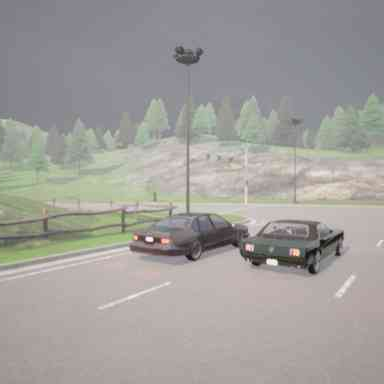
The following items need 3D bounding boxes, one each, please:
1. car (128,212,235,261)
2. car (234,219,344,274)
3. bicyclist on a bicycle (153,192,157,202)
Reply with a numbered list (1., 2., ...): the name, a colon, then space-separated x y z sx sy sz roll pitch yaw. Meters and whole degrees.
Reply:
1. car: 0.174 1.428 11.917 2.033 1.411 5.357 0 1 35
2. car: 3.342 1.497 10.338 1.895 1.301 4.718 0 1 35
3. bicyclist on a bicycle: -5.797 0.785 51.929 0.582 1.620 1.656 0 1 14
